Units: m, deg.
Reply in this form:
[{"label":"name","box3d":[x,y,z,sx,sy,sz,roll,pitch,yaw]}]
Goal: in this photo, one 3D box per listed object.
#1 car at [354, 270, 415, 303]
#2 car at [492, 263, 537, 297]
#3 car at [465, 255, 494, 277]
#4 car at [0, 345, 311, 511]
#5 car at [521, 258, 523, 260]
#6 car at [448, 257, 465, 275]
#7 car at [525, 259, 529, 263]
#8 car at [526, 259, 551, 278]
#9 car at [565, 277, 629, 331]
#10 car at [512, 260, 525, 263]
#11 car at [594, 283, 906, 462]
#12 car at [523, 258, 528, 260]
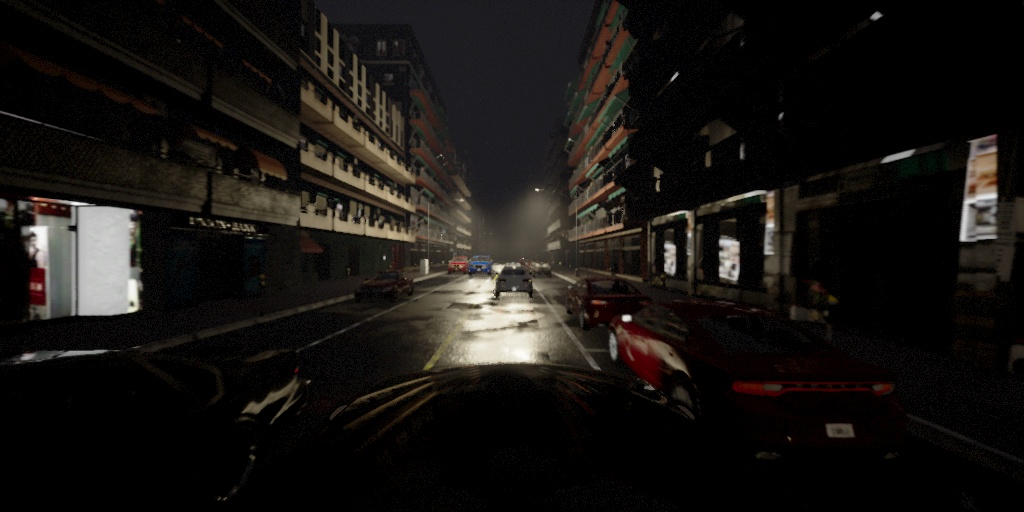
[{"label":"car","box3d":[-5.689,1.321,16.515,1.802,1.307,4.207,0,0,0]},{"label":"car","box3d":[0.105,1.262,18.577,1.812,1.442,4.674,0,0,0]},{"label":"car","box3d":[-3.092,0.944,36.306,2.150,2.045,5.566,0,0,0]},{"label":"car","box3d":[-3.098,1.297,1.538,2.033,1.411,5.357,0,0,0]},{"label":"car","box3d":[2.694,1.157,50.466,1.967,1.591,4.097,0,0,0]},{"label":"car","box3d":[-5.687,1.038,39.166,2.192,1.841,5.009,0,0,0]},{"label":"car","box3d":[2.693,1.273,39.144,2.007,1.370,4.403,0,0,0]},{"label":"car","box3d":[2.693,1.277,33.482,2.007,1.370,4.403,0,0,0]},{"label":"car","box3d":[2.691,1.287,10.832,1.888,1.381,4.507,0,0,0]},{"label":"car","box3d":[0.102,1.325,37.403,1.895,1.301,4.718,0,0,0]},{"label":"car","box3d":[2.690,1.292,5.170,1.888,1.381,4.507,0,0,0]},{"label":"car","box3d":[2.694,1.264,44.806,1.888,1.381,4.507,0,0,0]}]
